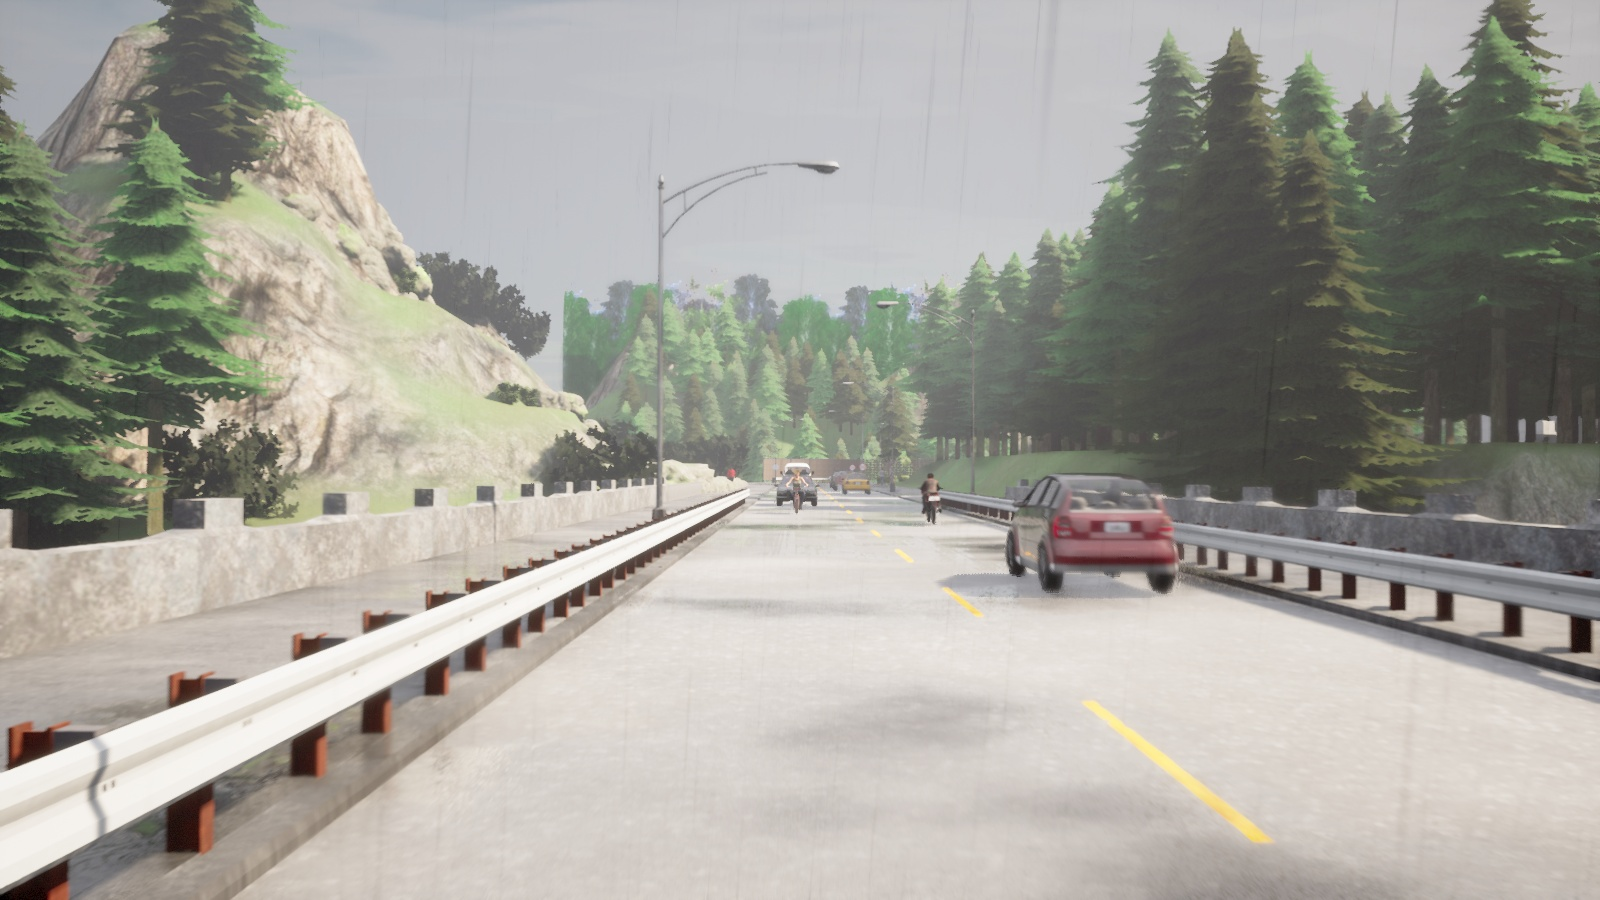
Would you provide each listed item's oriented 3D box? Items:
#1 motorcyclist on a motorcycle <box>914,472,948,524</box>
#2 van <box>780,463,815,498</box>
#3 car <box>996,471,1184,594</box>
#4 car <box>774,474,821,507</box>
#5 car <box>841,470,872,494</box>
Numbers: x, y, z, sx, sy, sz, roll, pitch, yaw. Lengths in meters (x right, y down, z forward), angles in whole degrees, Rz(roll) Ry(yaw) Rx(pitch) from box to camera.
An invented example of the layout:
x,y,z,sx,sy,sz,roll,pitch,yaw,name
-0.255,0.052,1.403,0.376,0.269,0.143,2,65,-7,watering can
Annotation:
x,y,z,sx,sy,sz,roll,pitch,yaw,name
3.920,1.413,37.785,0.797,1.523,2.044,0,-1,0,motorcyclist on a motorcycle
-0.166,1.821,76.958,2.069,2.038,4.480,0,0,0,van
3.963,1.075,17.783,1.789,1.549,3.705,0,-1,0,car
-0.122,1.815,56.884,2.033,1.411,5.357,0,-1,0,car
3.816,2.167,85.425,1.801,1.575,5.366,0,-1,0,car
